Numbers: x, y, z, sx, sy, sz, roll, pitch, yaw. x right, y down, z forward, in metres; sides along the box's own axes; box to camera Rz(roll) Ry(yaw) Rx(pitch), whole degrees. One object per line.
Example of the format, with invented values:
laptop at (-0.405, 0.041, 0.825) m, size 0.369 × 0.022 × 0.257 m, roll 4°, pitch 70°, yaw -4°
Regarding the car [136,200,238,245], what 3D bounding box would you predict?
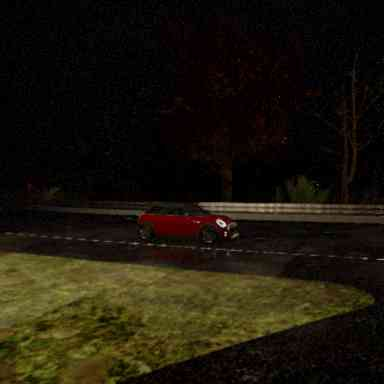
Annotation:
car at (-0.224, 1.286, 15.233) m, size 4.553 × 1.767 × 2.097 m, roll 0°, pitch 0°, yaw 22°
